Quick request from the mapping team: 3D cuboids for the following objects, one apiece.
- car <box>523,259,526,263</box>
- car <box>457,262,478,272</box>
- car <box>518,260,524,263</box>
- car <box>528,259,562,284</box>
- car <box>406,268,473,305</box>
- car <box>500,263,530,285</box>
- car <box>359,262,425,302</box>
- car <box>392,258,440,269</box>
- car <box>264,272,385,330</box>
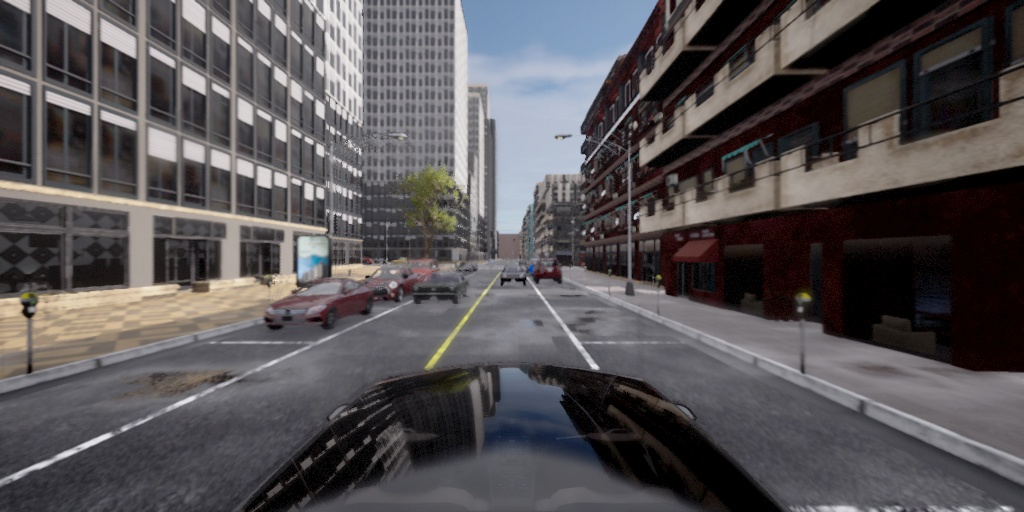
[{"bbox_3d":[2.688,1.296,44.483,1.967,1.591,4.097,0,0,0],"label":"car"},{"bbox_3d":[-5.692,1.422,44.482,1.948,1.339,4.313,0,0,0],"label":"car"},{"bbox_3d":[0.088,1.445,40.045,1.895,1.301,4.718,0,0,0],"label":"car"},{"bbox_3d":[2.689,1.127,27.830,2.192,1.841,5.009,0,0,0],"label":"car"},{"bbox_3d":[-3.100,1.385,16.403,1.895,1.301,4.718,0,0,0],"label":"car"},{"bbox_3d":[0.094,1.411,26.781,1.895,1.301,4.718,0,0,0],"label":"car"},{"bbox_3d":[-5.691,1.225,16.727,1.967,1.591,4.097,0,0,0],"label":"car"},{"bbox_3d":[-5.691,1.113,22.278,2.192,1.841,5.009,0,0,0],"label":"car"},{"bbox_3d":[-5.691,1.354,11.176,1.802,1.307,4.207,0,0,0],"label":"car"}]
